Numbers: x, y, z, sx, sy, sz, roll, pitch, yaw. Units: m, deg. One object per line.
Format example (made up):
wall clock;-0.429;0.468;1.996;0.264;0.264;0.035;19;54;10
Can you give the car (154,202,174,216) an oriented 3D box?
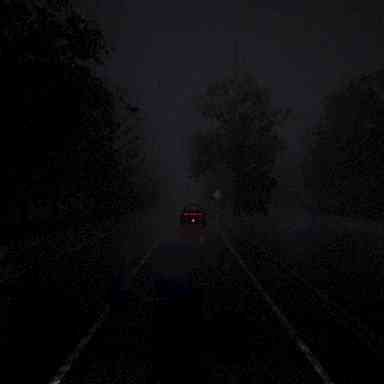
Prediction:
car;-3.348;1.973;39.916;2.097;1.767;4.553;0;-1;0

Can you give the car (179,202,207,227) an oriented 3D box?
car;0.095;1.762;24.815;2.128;1.511;4.902;0;-1;0

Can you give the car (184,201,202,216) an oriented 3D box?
car;0.090;2.015;41.791;2.097;1.767;4.553;0;-1;0
